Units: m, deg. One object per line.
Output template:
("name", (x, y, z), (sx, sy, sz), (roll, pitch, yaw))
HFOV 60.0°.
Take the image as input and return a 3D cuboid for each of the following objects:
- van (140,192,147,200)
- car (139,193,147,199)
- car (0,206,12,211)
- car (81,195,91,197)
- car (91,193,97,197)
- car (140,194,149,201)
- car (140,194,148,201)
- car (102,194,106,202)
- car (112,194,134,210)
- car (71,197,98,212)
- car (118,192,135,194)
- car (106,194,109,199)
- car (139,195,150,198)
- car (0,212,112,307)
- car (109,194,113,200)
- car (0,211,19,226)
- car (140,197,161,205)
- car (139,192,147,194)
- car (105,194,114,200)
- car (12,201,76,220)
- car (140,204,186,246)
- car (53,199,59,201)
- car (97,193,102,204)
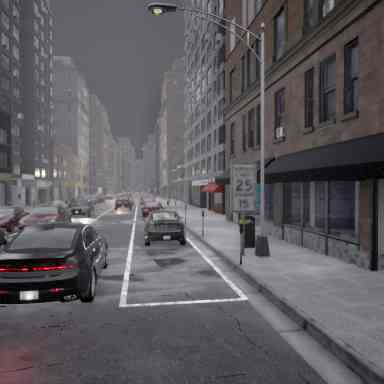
("van", (-11.924, 0.974, 81.803), (1.690, 1.788, 3.998), (-1, 0, -9))
("car", (-13.695, 1.052, 92.988), (1.967, 1.590, 4.097), (-1, 0, -9))
("car", (-10.597, 1.488, 18.958), (1.802, 1.307, 4.206), (-1, 0, -9))
("car", (-14.141, 1.348, 41.328), (1.947, 1.339, 4.313), (-1, 0, -9))
("car", (-15.029, 1.198, 46.919), (1.967, 1.590, 4.097), (-1, 0, -9))
("car", (-10.150, 1.226, 70.619), (1.947, 1.339, 4.313), (-1, 0, -9))
("car", (-11.035, 1.211, 76.210), (1.947, 1.339, 4.313), (-1, 0, -9))
("car", (-16.802, 1.032, 58.103), (2.192, 1.841, 5.009), (-1, 0, -9))
("car", (-7.923, 1.287, 38.696), (1.837, 1.490, 4.892), (0, 0, -9))
("car", (-9.479, 1.408, 28.373), (1.994, 1.385, 4.181), (0, 0, -9))
("car", (-9.602, 1.089, 48.943), (2.097, 1.767, 4.553), (0, 0, -9))
("car", (-17.687, 1.141, 63.698), (1.967, 1.590, 4.097), (-1, 0, -9))
("car", (-4.834, 1.329, 37.065), (1.887, 1.381, 4.507), (-1, 0, -9))
("car", (-3.116, 1.473, 7.980), (1.837, 1.490, 4.892), (0, 0, -9))
("car", (-20.343, 1.202, 80.477), (1.887, 1.381, 4.507), (-1, 0, -9))
("car", (-6.332, 1.476, 8.460), (1.837, 1.490, 4.892), (0, 0, -9))
("car", (-3.063, 1.391, 25.881), (1.887, 1.381, 4.507), (-1, 0, -9))
("car", (-7.493, 1.151, 53.840), (1.967, 1.590, 4.097), (-1, 0, -9))
("car", (-21.229, 1.191, 86.070), (1.887, 1.381, 4.507), (-1, 0, -9))
("car", (-7.873, 1.432, 18.205), (1.812, 1.442, 4.674), (0, 0, -9))
("car", (-1.291, 1.469, 14.696), (2.008, 1.369, 4.403), (-1, 0, -9))
("car", (-12.342, 1.365, 29.975), (1.752, 1.417, 4.829), (-1, 0, -9))
("car", (-15.915, 1.176, 52.512), (1.967, 1.590, 4.097), (-1, 0, -9))
